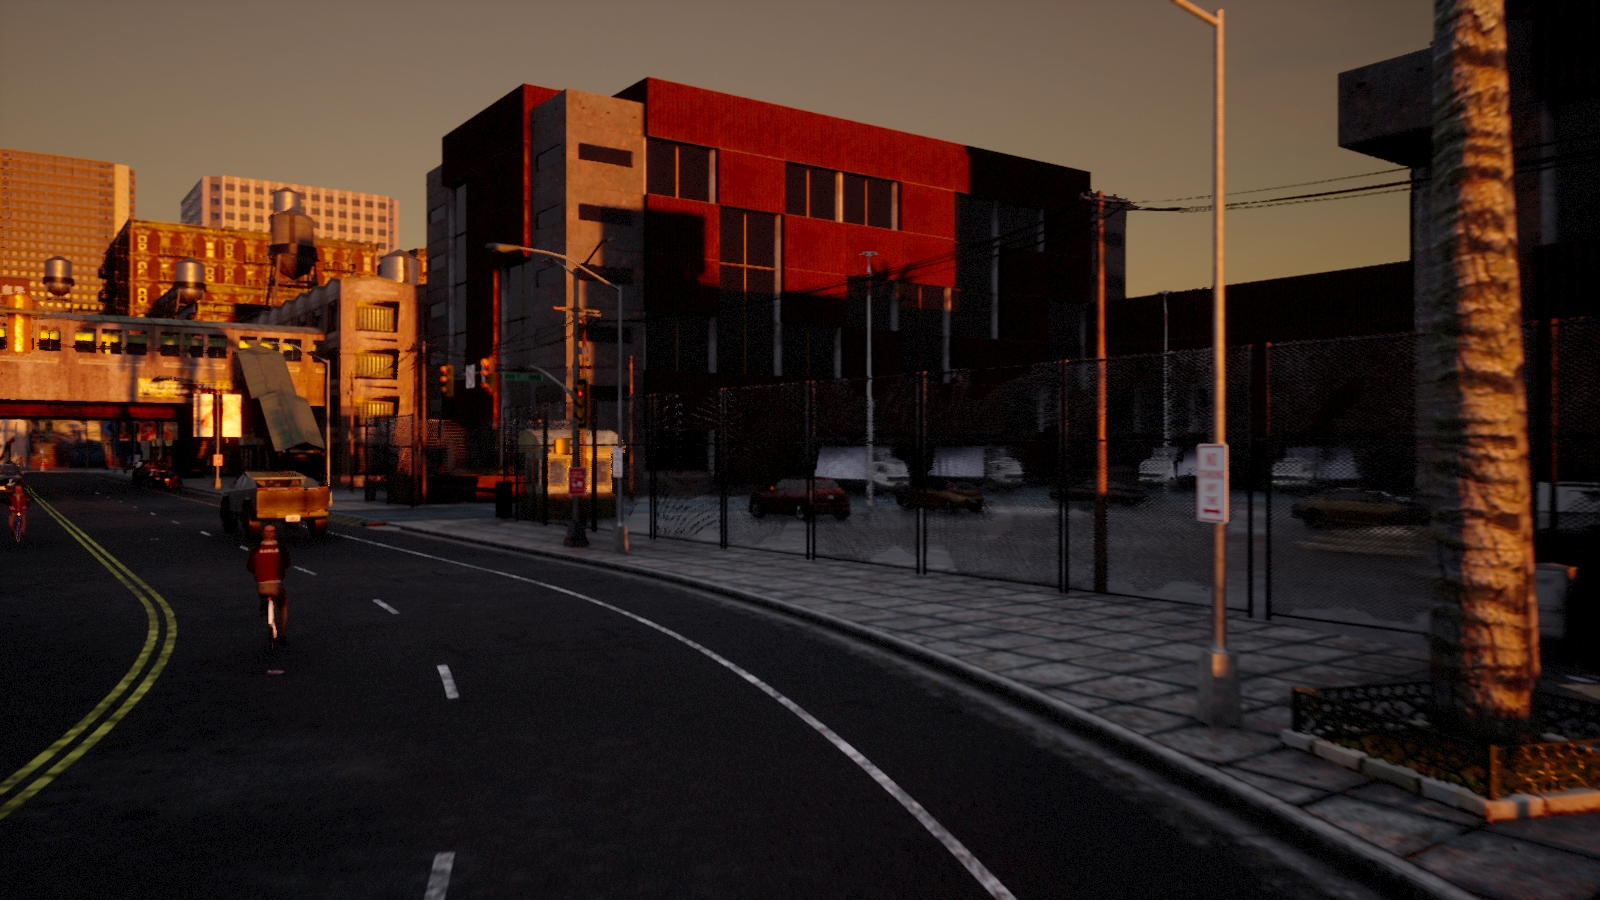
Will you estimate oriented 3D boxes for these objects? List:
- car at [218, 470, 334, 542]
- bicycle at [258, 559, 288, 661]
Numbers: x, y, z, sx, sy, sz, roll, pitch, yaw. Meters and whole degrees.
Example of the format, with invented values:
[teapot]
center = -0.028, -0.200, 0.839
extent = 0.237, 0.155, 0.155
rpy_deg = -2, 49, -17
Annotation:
[car]
center = -17.520, 1.759, 37.973
extent = 2.390, 2.098, 6.274
rpy_deg = 0, 0, -35
[bicycle]
center = -7.422, 2.212, 16.110
extent = 0.329, 1.171, 1.835
rpy_deg = -2, 1, -24
